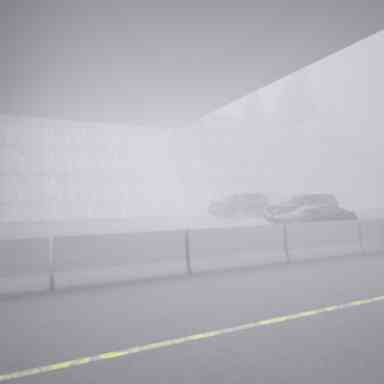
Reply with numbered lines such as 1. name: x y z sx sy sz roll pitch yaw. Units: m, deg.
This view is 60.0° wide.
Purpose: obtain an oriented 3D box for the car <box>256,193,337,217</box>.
1. car: 7.402 1.117 22.232 5.566 2.045 2.150 0 0 -25

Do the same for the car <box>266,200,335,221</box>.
1. car: 8.780 1.422 26.758 5.357 1.411 2.033 0 0 -25

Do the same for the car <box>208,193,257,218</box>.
1. car: 4.154 1.095 28.439 5.566 2.045 2.150 0 0 -25

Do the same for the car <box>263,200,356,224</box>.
1. car: 6.620 1.392 17.992 5.008 1.535 1.882 0 0 -25
